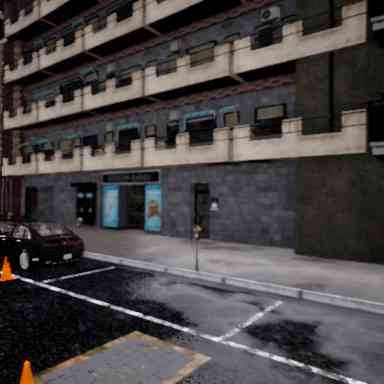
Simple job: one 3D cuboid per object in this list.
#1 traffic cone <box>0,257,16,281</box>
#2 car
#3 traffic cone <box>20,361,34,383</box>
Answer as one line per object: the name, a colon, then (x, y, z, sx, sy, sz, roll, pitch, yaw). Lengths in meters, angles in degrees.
traffic cone: (-4.972, 2.045, 8.948, 0.340, 0.580, 0.340, 0, -1, 44)
car: (-5.404, 1.668, 11.105, 4.403, 1.369, 2.008, 0, -1, 37)
traffic cone: (-1.653, 1.994, 3.326, 0.340, 0.580, 0.340, 0, -1, 37)
